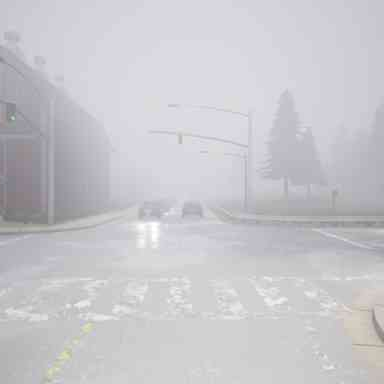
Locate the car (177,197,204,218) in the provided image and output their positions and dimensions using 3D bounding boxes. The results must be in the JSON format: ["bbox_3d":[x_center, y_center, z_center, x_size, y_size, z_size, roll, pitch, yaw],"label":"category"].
[{"bbox_3d":[0.033,1.492,30.411,2.128,1.511,4.902,0,0,0],"label":"car"}]

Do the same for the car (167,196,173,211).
[{"bbox_3d":[-3.555,1.505,39.067,1.837,1.490,4.892,0,0,0],"label":"car"}]

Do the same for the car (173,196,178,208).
[{"bbox_3d":[-3.539,1.526,49.332,1.812,1.442,4.674,0,0,0],"label":"car"}]

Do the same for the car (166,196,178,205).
[{"bbox_3d":[-3.486,1.478,59.820,1.882,1.535,5.008,0,0,0],"label":"car"}]

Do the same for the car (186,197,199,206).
[{"bbox_3d":[0.062,1.547,55.877,2.033,1.411,5.357,0,0,0],"label":"car"}]

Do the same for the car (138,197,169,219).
[{"bbox_3d":[-3.568,1.491,29.596,2.128,1.511,4.902,0,0,0],"label":"car"}]
